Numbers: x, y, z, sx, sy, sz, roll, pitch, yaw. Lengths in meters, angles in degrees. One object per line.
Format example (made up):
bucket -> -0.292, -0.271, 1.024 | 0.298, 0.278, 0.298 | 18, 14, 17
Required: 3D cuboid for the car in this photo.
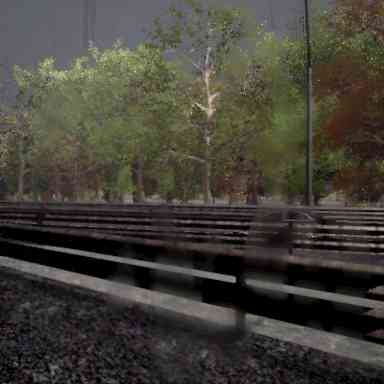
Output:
car -> 4.125, 1.561, 15.528 | 4.892, 1.490, 1.837 | -1, 0, 21
